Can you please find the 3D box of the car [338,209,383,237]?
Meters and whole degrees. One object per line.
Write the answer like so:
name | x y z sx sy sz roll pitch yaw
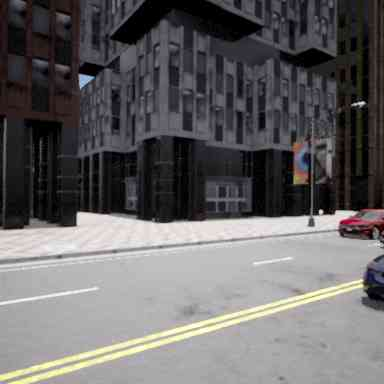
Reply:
car | 10.301 1.744 18.878 5.008 1.535 1.882 1 -1 -35

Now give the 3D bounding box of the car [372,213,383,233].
car | 10.728 1.784 15.205 5.357 1.411 2.033 1 -1 -35

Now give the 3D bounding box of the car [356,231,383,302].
car | 5.666 1.683 7.412 4.181 1.385 1.994 1 -1 -35
